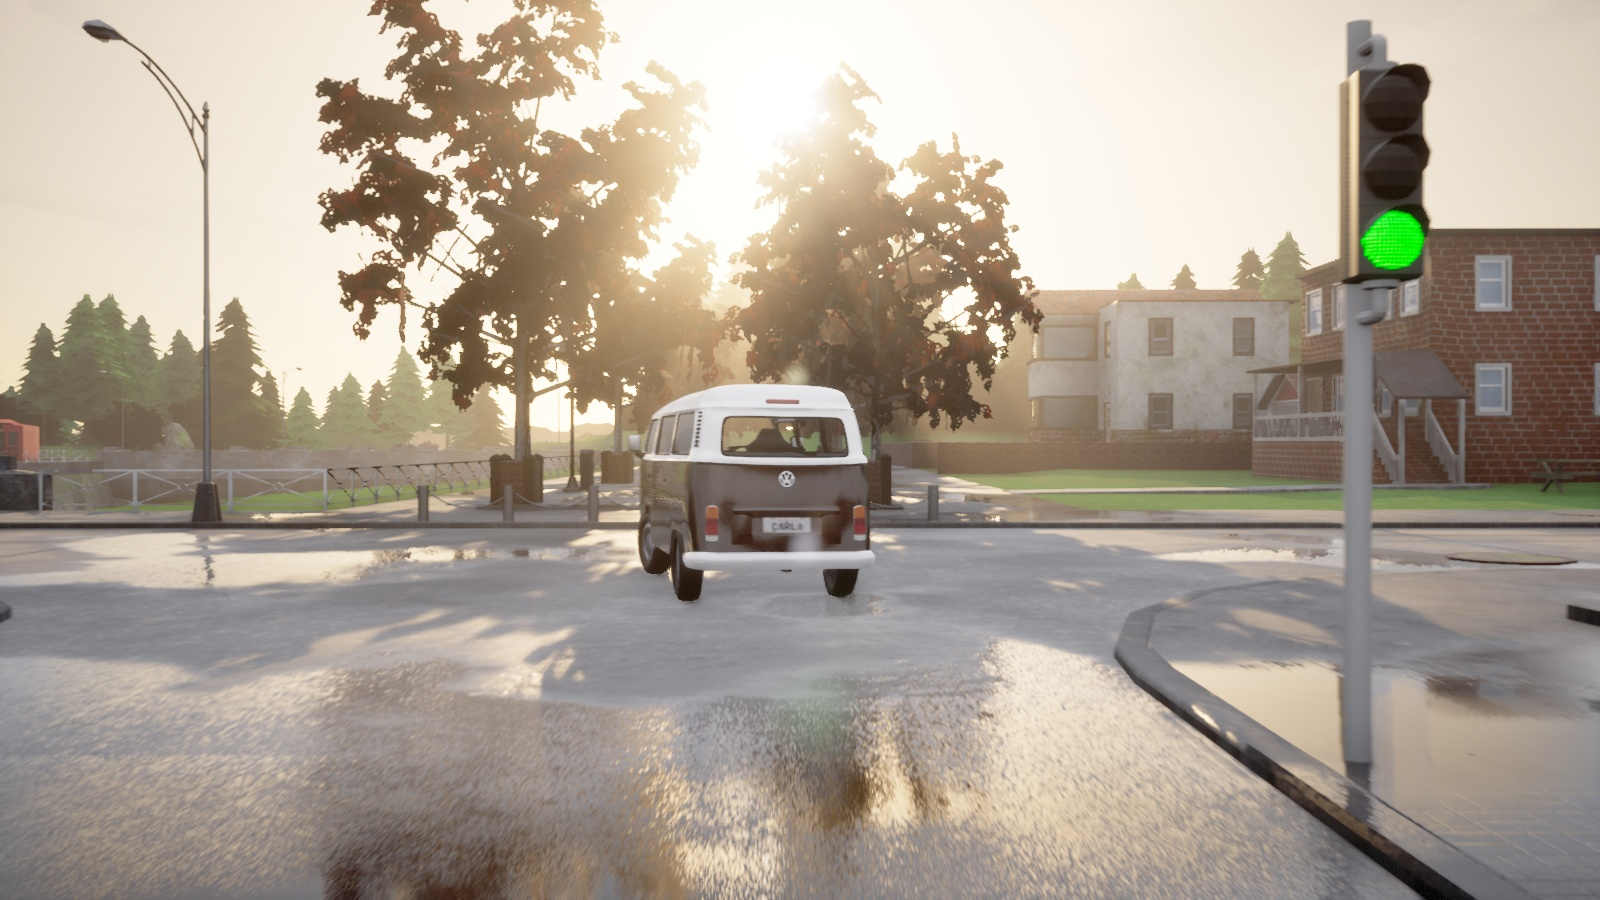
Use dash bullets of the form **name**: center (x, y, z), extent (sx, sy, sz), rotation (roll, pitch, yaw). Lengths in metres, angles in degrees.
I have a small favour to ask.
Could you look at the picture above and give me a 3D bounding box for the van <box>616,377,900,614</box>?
- **van**: center (-0.659, 0.395, 13.213), extent (2.069, 2.038, 4.480), rotation (1, 0, -14)
